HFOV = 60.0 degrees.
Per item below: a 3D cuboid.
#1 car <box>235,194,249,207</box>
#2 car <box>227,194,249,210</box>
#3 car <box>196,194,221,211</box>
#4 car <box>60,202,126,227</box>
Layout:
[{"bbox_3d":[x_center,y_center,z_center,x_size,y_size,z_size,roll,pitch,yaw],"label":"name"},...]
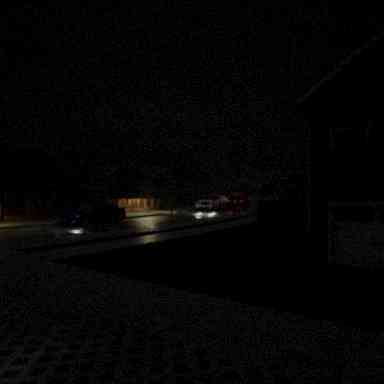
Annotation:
[{"bbox_3d":[8.403,1.375,55.951,2.150,2.045,5.566,0,0,8],"label":"car"},{"bbox_3d":[6.248,1.349,45.592,2.150,2.045,5.566,0,0,15],"label":"car"},{"bbox_3d":[2.222,1.332,42.209,2.150,2.045,5.566,0,0,18],"label":"car"},{"bbox_3d":[-6.881,1.511,23.561,1.882,1.535,5.008,0,0,33],"label":"car"}]
